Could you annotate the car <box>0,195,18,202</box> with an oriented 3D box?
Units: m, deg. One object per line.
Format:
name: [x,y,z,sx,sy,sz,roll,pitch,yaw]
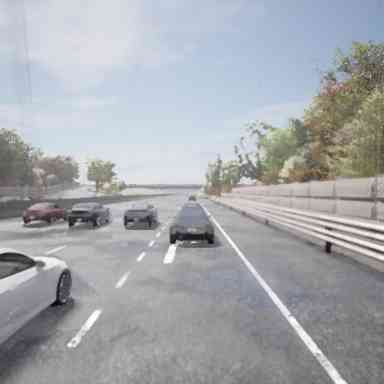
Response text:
car: [-21.098,1.463,37.563,1.882,1.535,5.008,0,0,0]

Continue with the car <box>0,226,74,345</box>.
car: [-3.403,1.521,5.004,1.812,1.442,4.674,0,0,0]

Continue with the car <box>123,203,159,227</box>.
car: [-3.407,1.475,22.713,2.128,1.511,4.902,0,0,0]

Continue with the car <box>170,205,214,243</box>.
car: [-0.007,1.551,15.938,1.994,1.385,4.181,0,0,0]

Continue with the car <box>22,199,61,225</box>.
car: [-10.411,1.508,23.939,1.812,1.442,4.674,0,0,0]

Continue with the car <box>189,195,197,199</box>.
car: [0.211,1.581,89.023,1.837,1.490,4.892,0,0,5]

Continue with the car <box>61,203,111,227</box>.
car: [-6.910,1.488,22.773,1.837,1.490,4.892,0,0,0]

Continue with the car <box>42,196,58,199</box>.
car: [-31.530,1.587,73.817,1.895,1.301,4.718,0,0,0]

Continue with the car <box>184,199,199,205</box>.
car: [-0.011,1.547,26.331,1.994,1.385,4.181,0,0,0]
